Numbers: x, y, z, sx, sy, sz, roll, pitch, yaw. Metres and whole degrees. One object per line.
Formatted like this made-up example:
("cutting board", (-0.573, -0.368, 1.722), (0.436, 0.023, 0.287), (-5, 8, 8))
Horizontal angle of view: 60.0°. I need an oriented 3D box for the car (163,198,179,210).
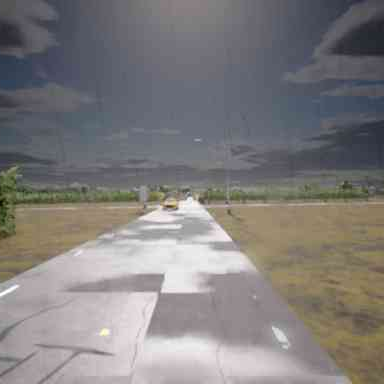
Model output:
("car", (-2.798, 1.610, 44.327), (1.882, 1.535, 5.008), (0, -1, 0))
